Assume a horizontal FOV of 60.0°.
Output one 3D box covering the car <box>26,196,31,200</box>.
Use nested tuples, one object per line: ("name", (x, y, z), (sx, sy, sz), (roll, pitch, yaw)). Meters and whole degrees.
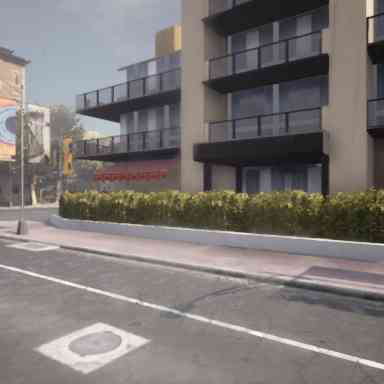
("car", (-36.667, 1.457, 72.076), (4.892, 1.521, 2.231), (0, 0, 35))
